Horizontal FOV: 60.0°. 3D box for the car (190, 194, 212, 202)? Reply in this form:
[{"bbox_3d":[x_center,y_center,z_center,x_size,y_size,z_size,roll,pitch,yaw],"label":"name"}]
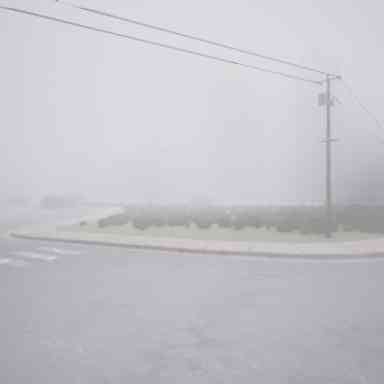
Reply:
[{"bbox_3d":[1.439,1.182,48.108,2.242,1.667,4.611,0,0,25],"label":"car"}]

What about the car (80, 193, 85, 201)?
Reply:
[{"bbox_3d":[-20.518,1.094,58.299,1.905,1.878,3.866,0,0,25],"label":"car"}]

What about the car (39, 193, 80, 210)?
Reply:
[{"bbox_3d":[-16.855,1.193,41.986,1.932,1.855,4.605,0,0,25],"label":"car"}]

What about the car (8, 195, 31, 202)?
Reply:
[{"bbox_3d":[-32.985,1.336,63.461,1.816,1.474,4.193,0,0,25],"label":"car"}]
